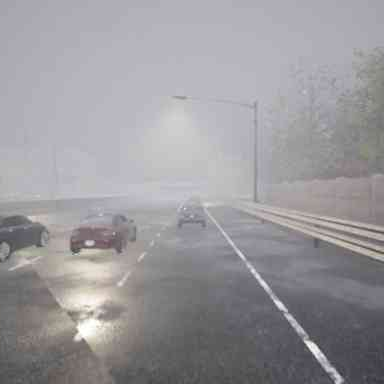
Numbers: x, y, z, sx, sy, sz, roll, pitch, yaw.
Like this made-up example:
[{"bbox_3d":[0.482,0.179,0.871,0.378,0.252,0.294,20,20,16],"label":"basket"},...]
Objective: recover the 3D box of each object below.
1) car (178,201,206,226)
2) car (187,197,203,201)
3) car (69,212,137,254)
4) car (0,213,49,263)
[{"bbox_3d":[-0.004,1.564,23.224,2.033,1.411,5.357,0,0,0],"label":"car"},{"bbox_3d":[-0.003,1.581,35.573,2.033,1.411,5.357,0,0,0],"label":"car"},{"bbox_3d":[-3.404,1.532,13.355,1.812,1.442,4.674,0,0,0],"label":"car"},{"bbox_3d":[-6.900,1.510,12.023,1.837,1.490,4.892,0,0,0],"label":"car"}]
